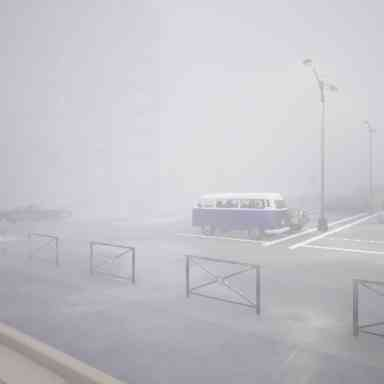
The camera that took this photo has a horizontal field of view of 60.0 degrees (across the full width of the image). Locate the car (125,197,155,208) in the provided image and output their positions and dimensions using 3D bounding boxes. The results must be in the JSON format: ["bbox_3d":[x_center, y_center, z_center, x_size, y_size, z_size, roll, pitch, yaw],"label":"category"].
[{"bbox_3d":[-7.266,1.436,46.784,2.128,1.511,4.902,0,0,36],"label":"car"}]

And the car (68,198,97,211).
[{"bbox_3d":[-13.342,1.422,38.352,1.882,1.535,5.008,0,0,36],"label":"car"}]

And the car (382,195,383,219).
[{"bbox_3d":[17.273,1.153,25.464,4.605,1.855,1.932,0,0,36],"label":"car"}]

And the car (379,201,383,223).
[{"bbox_3d":[14.023,1.395,20.929,3.806,1.475,1.970,0,0,36],"label":"car"}]

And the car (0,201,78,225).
[{"bbox_3d":[-10.855,1.545,23.485,1.895,1.301,4.718,0,0,36],"label":"car"}]

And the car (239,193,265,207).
[{"bbox_3d":[10.779,1.449,59.558,1.837,1.490,4.892,0,0,36],"label":"car"}]
